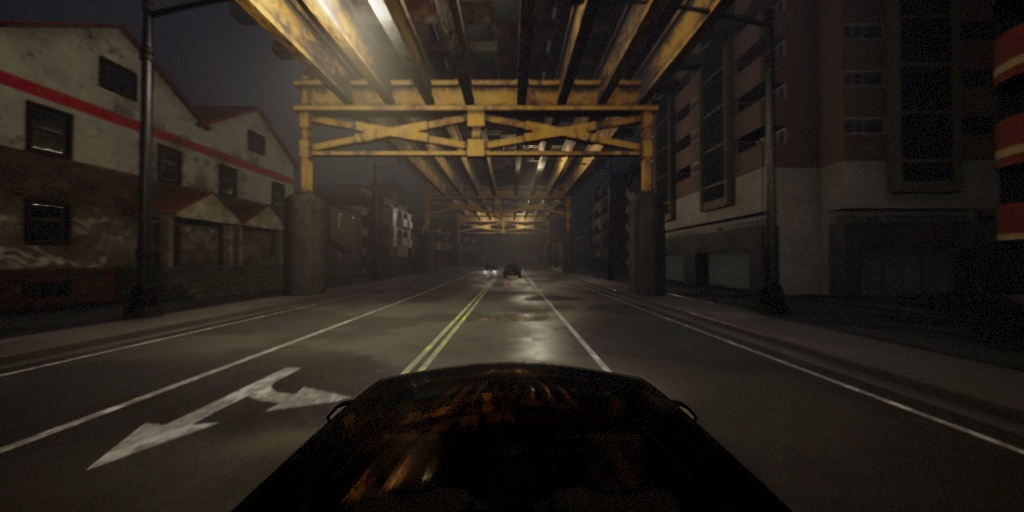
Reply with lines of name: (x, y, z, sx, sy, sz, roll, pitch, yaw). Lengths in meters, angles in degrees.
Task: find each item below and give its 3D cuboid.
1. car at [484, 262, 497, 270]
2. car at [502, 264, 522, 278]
car: (-3.528, 1.678, 59.722, 1.895, 1.301, 4.718, 0, 0, 1)
car: (0.047, 1.566, 38.825, 1.812, 1.442, 4.674, 0, 0, 0)
